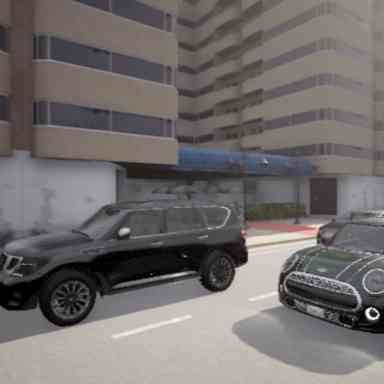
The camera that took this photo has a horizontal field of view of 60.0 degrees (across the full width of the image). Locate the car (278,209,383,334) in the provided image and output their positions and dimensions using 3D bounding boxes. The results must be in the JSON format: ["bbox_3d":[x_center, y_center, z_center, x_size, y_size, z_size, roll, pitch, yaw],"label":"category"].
[{"bbox_3d":[3.836,1.338,6.725,4.553,1.767,2.097,0,0,-35],"label":"car"}]

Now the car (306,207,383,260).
[{"bbox_3d":[6.948,1.465,13.236,4.902,1.511,2.128,0,0,-35],"label":"car"}]

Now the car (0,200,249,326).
[{"bbox_3d":[-1.201,1.217,7.433,5.566,2.045,2.150,0,0,-35],"label":"car"}]
